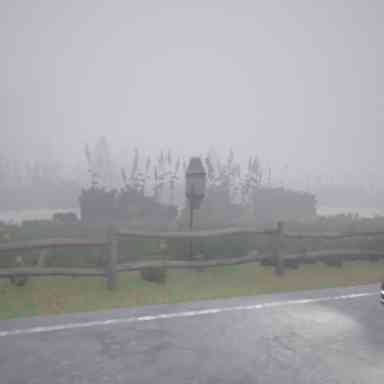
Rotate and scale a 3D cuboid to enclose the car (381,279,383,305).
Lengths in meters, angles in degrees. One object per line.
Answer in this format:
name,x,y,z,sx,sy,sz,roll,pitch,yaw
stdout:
car,5.581,1.432,5.681,4.892,1.490,1.837,1,2,-18
